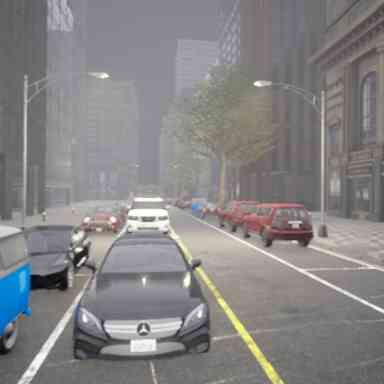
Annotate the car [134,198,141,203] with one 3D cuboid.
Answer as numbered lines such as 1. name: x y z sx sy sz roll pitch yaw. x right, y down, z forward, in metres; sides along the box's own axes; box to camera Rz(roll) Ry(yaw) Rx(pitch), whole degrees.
1. car: -15.127 2.349 92.855 1.947 1.339 4.313 0 -1 -8

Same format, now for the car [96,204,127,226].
1. car: -6.103 1.711 25.796 1.887 1.381 4.507 1 -1 -8

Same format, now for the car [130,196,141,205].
1. car: -12.869 1.926 76.092 2.192 1.841 5.009 0 -1 -8

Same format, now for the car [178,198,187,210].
1. car: -0.661 1.995 49.276 1.802 1.307 4.206 0 -1 -8

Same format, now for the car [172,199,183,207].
1. car: -2.917 2.118 66.042 1.887 1.381 4.507 0 -1 -8

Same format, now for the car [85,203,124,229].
1. car: -5.350 1.563 20.209 1.967 1.590 4.097 1 -1 -8

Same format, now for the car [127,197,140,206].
1. car: -11.366 1.817 64.916 2.192 1.841 5.009 0 -1 -8

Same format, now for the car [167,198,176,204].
1. car: -5.196 2.266 82.978 1.752 1.417 4.829 0 -1 -8

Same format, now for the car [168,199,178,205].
1. car: -4.421 2.249 77.219 1.947 1.339 4.313 0 -1 -8

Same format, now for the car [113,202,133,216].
1. car: -7.607 1.833 36.973 1.802 1.307 4.206 1 -1 -8

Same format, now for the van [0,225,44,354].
1. van: -3.093 1.345 3.444 1.690 1.788 3.998 1 0 -8

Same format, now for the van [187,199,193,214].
1. van: 0.846 1.664 38.100 1.690 1.788 3.998 1 -1 -8

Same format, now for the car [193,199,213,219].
1. car: 1.597 1.720 32.510 1.967 1.590 4.097 1 -1 -8

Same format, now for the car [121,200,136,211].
1. car: -9.088 1.866 47.982 1.752 1.417 4.829 0 -1 -8

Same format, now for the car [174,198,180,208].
1. car: -1.413 2.031 54.863 1.947 1.339 4.313 0 -1 -8

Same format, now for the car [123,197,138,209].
1. car: -9.862 1.709 53.739 2.192 1.841 5.009 0 -1 -8

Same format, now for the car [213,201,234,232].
1. car: 3.102 1.510 21.332 2.192 1.841 5.009 1 -1 -8

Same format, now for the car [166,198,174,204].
1. car: -5.925 2.378 88.397 1.802 1.307 4.206 0 -1 -8

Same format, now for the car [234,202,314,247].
1. car: 3.853 1.468 15.744 2.192 1.841 5.009 1 -1 -8

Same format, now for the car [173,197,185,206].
1. car: -2.163 1.835 60.455 2.192 1.841 5.009 0 -1 -8

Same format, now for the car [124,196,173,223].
1. car: -2.532 1.358 19.318 2.150 2.045 5.566 0 -1 -7

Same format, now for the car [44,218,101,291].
1. car: -3.847 1.607 9.031 1.947 1.339 4.313 1 0 -8

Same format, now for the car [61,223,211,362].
1. car: -0.879 1.567 6.230 1.812 1.442 4.674 0 0 -8

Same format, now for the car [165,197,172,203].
1. car: -6.677 2.294 93.988 1.967 1.590 4.097 0 -1 -8
